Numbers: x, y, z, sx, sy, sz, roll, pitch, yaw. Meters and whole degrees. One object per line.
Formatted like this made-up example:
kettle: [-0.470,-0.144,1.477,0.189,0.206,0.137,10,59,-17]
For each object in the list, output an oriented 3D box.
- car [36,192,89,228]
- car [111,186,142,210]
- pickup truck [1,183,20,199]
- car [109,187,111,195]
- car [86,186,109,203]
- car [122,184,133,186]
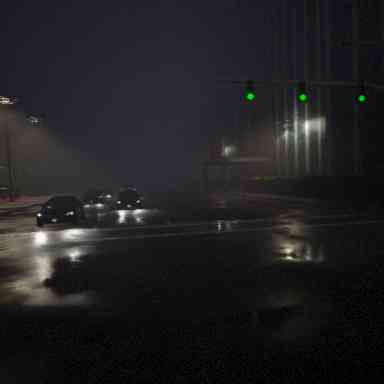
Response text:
car: [-6.901,0.952,17.813,1.812,1.442,4.674,-2,3,-11]
car: [-5.099,0.533,26.670,2.033,1.411,5.357,-2,3,-11]
pickup truck: [-25.054,-0.009,42.362,2.390,2.098,6.274,-1,3,19]
car: [-13.362,-0.232,50.737,1.994,1.385,4.181,-2,2,-11]
car: [-9.994,0.374,33.908,2.033,1.411,5.357,-2,3,-11]
car: [-8.472,-0.298,43.791,2.097,1.767,4.553,-2,3,-11]
